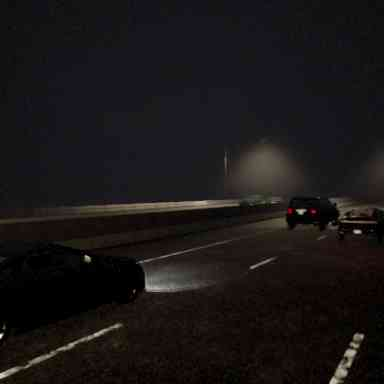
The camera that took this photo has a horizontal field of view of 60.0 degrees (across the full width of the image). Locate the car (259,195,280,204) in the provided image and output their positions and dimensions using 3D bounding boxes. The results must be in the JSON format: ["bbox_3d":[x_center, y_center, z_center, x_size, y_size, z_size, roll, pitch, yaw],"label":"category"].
[{"bbox_3d":[12.955,1.593,52.823,2.097,1.767,4.553,-1,0,36],"label":"car"}]

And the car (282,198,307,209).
[{"bbox_3d":[15.637,1.680,50.558,2.128,1.511,4.902,-1,-1,36],"label":"car"}]

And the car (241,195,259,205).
[{"bbox_3d":[10.061,1.522,54.795,2.150,2.045,5.566,-1,-1,36],"label":"car"}]

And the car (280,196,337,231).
[{"bbox_3d":[7.885,1.289,21.467,2.150,2.045,5.566,-1,-1,36],"label":"car"}]

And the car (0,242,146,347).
[{"bbox_3d":[-2.853,1.663,6.423,1.994,1.385,4.181,-1,-1,36],"label":"car"}]

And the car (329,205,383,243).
[{"bbox_3d":[8.591,1.508,16.424,2.128,1.511,4.902,-1,-1,35],"label":"car"}]
